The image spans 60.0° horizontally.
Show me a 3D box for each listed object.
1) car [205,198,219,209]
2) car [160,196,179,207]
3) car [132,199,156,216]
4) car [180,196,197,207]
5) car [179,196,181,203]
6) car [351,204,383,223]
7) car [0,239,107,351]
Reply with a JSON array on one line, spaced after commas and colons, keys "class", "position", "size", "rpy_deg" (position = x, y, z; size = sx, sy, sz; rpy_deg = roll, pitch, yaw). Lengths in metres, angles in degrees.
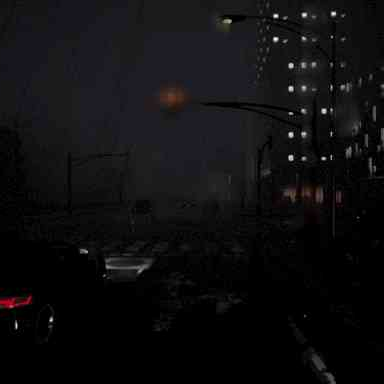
[{"class": "car", "position": [2.756, 1.541, 46.364], "size": [2.033, 1.411, 5.357], "rpy_deg": [0, 0, 5]}, {"class": "car", "position": [-3.657, 1.485, 50.197], "size": [2.128, 1.511, 4.902], "rpy_deg": [0, 0, 5]}, {"class": "car", "position": [-4.678, 1.466, 32.942], "size": [1.882, 1.535, 5.008], "rpy_deg": [0, 0, 0]}, {"class": "car", "position": [-0.265, 1.594, 49.388], "size": [1.895, 1.301, 4.718], "rpy_deg": [0, 0, 5]}, {"class": "car", "position": [-2.434, 1.545, 64.883], "size": [2.033, 1.411, 5.357], "rpy_deg": [0, 0, 5]}, {"class": "car", "position": [13.746, 1.446, 23.064], "size": [4.718, 1.301, 1.895], "rpy_deg": [0, 0, 2]}, {"class": "car", "position": [-3.024, 1.563, 6.236], "size": [1.994, 1.385, 4.181], "rpy_deg": [0, 0, 1]}]
